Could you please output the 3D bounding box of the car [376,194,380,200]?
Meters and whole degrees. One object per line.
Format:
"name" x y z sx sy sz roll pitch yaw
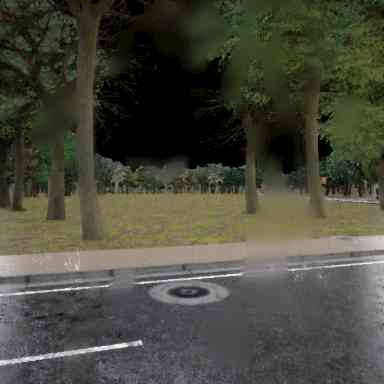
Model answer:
"car" 45.375 1.251 79.968 1.994 1.385 4.181 0 0 5
